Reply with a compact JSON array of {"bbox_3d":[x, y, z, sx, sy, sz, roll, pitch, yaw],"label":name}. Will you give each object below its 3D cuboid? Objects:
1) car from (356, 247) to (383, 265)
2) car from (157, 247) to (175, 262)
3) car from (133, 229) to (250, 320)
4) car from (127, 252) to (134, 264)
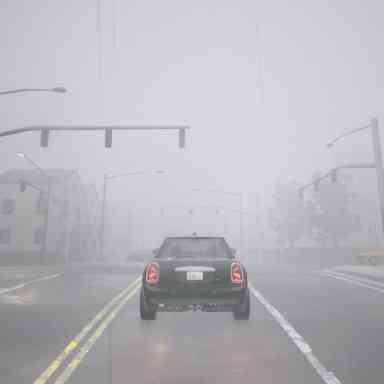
[{"bbox_3d":[16.465,5.361,28.060,5.008,1.535,1.882,0,-11,1],"label":"car"},{"bbox_3d":[-3.651,9.174,48.451,2.150,2.045,5.566,0,-11,0],"label":"car"},{"bbox_3d":[0.061,1.806,8.225,2.097,1.767,4.553,0,-7,0],"label":"car"},{"bbox_3d":[-4.696,6.423,33.333,1.882,1.535,5.008,-3,-12,17],"label":"car"}]
